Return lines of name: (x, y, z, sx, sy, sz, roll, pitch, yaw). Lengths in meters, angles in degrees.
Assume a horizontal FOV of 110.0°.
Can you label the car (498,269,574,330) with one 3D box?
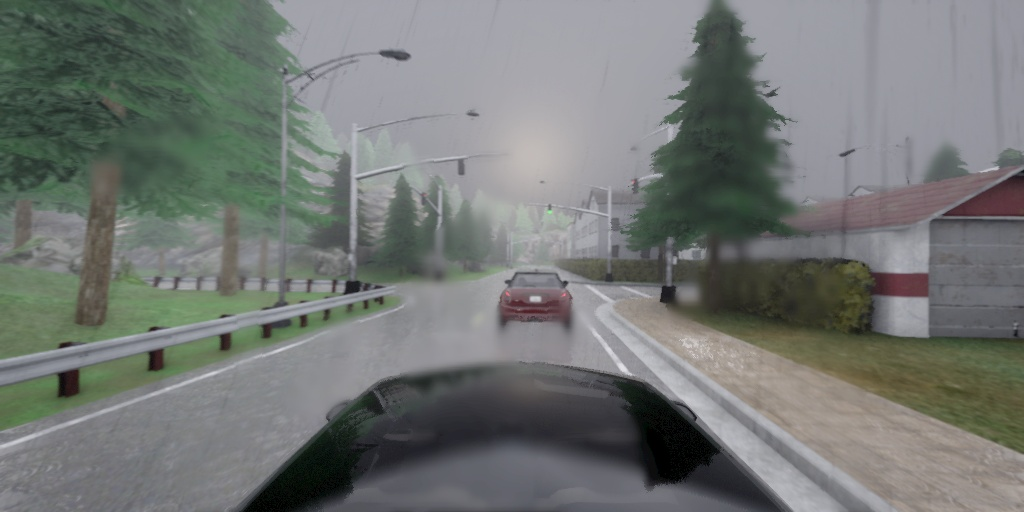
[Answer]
car: (0.792, 1.199, 11.773, 2.097, 1.767, 4.553, 1, 0, 4)
